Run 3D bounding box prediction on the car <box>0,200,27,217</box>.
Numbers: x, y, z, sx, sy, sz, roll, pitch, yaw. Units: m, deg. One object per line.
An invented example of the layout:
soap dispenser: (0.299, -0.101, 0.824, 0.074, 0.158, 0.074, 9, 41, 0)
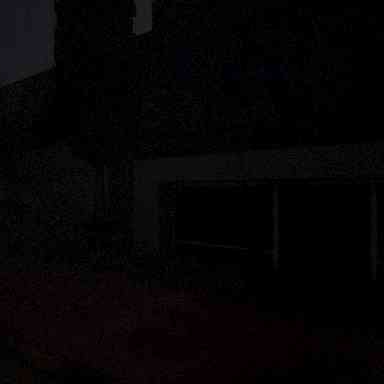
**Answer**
car: (-17.279, 1.468, 29.395, 1.882, 1.535, 5.008, 0, 0, 36)
